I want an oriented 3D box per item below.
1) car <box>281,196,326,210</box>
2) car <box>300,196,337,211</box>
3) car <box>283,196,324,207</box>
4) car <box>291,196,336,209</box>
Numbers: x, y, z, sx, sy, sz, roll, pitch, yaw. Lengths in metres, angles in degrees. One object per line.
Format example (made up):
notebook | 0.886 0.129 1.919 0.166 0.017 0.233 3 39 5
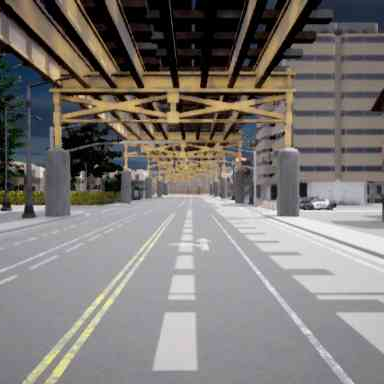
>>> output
car | 13.589 1.270 40.614 4.974 1.542 2.038 0 0 25
car | 13.262 1.288 36.455 4.974 1.542 2.038 0 0 -20
car | 13.636 1.113 40.592 4.536 1.218 1.853 0 0 25
car | 13.311 1.130 36.473 4.536 1.218 1.853 0 0 -20
